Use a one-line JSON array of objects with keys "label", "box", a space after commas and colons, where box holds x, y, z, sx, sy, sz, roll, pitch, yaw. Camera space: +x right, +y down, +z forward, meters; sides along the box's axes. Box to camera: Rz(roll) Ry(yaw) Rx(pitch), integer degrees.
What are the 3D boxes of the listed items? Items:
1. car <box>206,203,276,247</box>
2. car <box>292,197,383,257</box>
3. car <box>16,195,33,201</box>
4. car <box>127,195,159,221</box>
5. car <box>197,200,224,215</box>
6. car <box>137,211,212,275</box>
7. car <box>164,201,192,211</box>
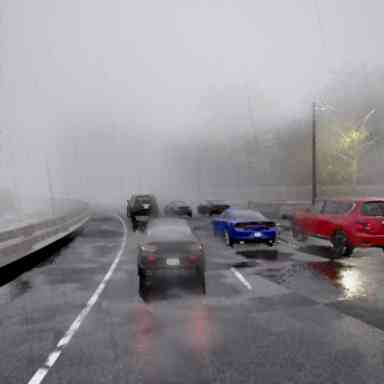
[{"label": "car", "box": [2.168, 1.488, 15.203, 1.882, 1.535, 5.008, 0, 0, -8]}, {"label": "car", "box": [6.016, 1.222, 13.247, 2.150, 2.045, 5.566, 0, 0, -7]}, {"label": "car", "box": [-43.101, 1.557, 84.026, 4.902, 1.511, 2.128, 0, 0, 36]}, {"label": "car", "box": [-4.201, 1.254, 27.902, 2.150, 2.045, 5.566, 0, 0, -15]}, {"label": "car", "box": [1.960, 1.504, 31.595, 1.882, 1.535, 5.008, 0, 0, -17]}, {"label": "car", "box": [-0.707, 1.537, 10.408, 1.812, 1.442, 4.674, 0, 0, -6]}, {"label": "car", "box": [-1.326, 1.557, 30.438, 1.812, 1.442, 4.674, 0, 0, -16]}]
